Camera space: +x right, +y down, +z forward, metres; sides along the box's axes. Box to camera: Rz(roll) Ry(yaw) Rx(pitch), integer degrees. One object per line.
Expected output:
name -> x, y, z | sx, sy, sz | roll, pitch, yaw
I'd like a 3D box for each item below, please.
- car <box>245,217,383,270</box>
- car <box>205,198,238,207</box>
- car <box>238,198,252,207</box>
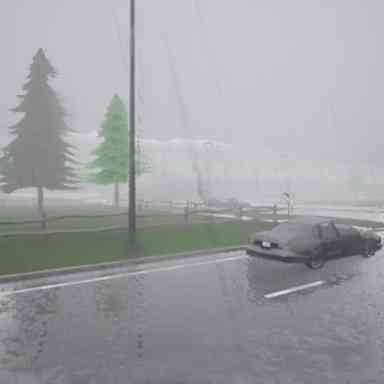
car -> 4.207, 1.565, 11.090 | 5.357, 1.411, 2.033 | 0, 0, -35
car -> 4.080, 1.607, 50.510 | 2.033, 1.411, 5.357 | 0, 0, -35
car -> 6.950, 1.614, 52.514 | 2.033, 1.411, 5.357 | 0, 0, -35
